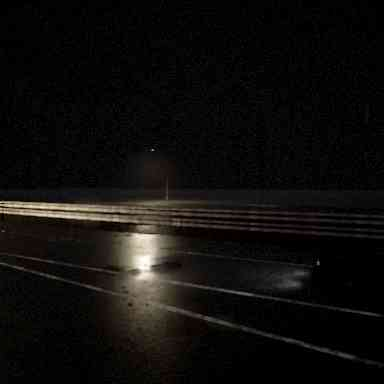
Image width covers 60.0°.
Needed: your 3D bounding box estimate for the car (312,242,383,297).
[{"bbox_3d":[5.449,1.532,7.027,5.357,1.411,2.033,0,0,28],"label":"car"}]
